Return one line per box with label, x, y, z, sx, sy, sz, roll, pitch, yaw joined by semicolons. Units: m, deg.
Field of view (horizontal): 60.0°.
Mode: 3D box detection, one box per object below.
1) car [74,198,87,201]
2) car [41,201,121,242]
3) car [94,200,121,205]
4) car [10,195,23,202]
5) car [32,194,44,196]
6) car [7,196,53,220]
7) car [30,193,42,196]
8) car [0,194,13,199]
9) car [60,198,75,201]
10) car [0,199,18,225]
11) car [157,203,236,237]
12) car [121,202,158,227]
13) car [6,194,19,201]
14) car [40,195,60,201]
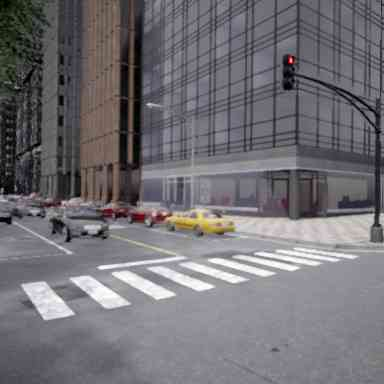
car;-9.126;1.469;31.079;2.008;1.369;4.403;1;0;-35
car;-5.425;1.379;15.776;2.128;1.511;4.902;1;0;-33
car;-5.964;1.484;26.631;1.887;1.381;4.507;1;0;-35
car;-37.582;1.327;71.108;1.802;1.307;4.206;1;0;-35
car;-21.773;1.381;48.870;1.887;1.381;4.507;1;0;-35
car;-12.923;1.328;26.307;2.128;1.511;4.902;1;0;-35
car;-24.931;1.132;53.319;2.192;1.841;5.009;1;0;-35
car;-25.179;1.286;43.709;1.812;1.442;4.674;1;-1;-35
car;-12.286;1.337;35.527;1.967;1.590;4.097;1;0;-35
car;-12.910;1.378;21.690;1.947;1.339;4.313;1;0;-35
car;0.261;1.506;17.875;1.752;1.417;4.829;1;0;-35
car;-2.800;1.400;22.184;1.967;1.590;4.097;1;0;-35
car;-40.743;1.278;75.556;2.008;1.369;4.403;1;0;-35
car;-18.611;1.401;44.422;1.887;1.381;4.507;1;0;-35
